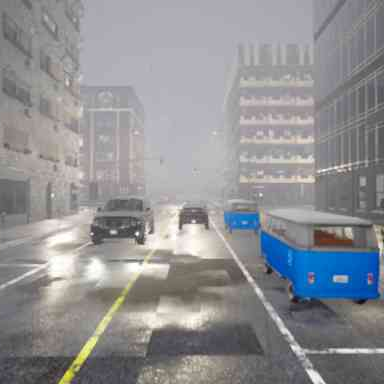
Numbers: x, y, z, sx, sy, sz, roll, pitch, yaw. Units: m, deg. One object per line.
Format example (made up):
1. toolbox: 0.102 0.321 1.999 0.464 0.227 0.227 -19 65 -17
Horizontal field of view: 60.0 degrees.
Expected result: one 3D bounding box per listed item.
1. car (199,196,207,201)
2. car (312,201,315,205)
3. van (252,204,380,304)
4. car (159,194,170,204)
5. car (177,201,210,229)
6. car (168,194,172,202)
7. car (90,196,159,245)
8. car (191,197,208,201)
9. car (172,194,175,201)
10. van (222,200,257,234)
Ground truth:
1. car: 2.702 1.611 85.186 1.947 1.339 4.313 1 0 0
2. car: 17.182 1.420 41.054 4.507 1.381 1.887 0 -1 0
3. van: 2.708 1.345 7.902 1.690 1.788 3.998 1 0 0
4. car: -5.677 1.612 62.387 1.802 1.307 4.206 1 0 0
5. car: 0.099 1.509 21.443 1.837 1.490 4.892 0 -1 0
6. car: -5.676 1.559 67.902 1.752 1.417 4.829 1 0 0
7. car: -3.076 1.229 15.852 2.150 2.045 5.566 0 0 0
8. car: 0.625 1.564 36.922 2.033 1.411 5.357 0 0 10
9. car: -5.672 1.352 73.757 2.192 1.841 5.009 1 0 0
10. van: 2.708 1.349 18.919 1.690 1.788 3.998 1 0 0
